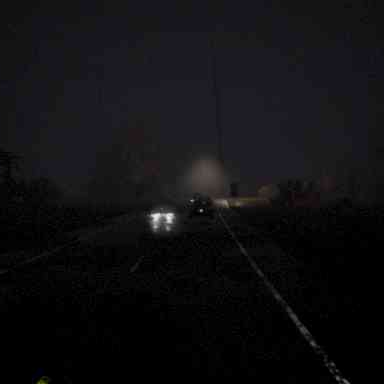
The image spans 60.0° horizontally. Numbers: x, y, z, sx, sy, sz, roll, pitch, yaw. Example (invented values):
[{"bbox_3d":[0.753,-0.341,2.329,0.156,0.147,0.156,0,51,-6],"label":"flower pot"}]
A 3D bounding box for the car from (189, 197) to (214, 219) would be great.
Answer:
[{"bbox_3d":[0.780,1.361,27.053,1.994,1.385,4.181,0,1,3],"label":"car"}]

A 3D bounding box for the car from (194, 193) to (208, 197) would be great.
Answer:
[{"bbox_3d":[1.631,1.243,42.218,1.994,1.385,4.181,0,1,4],"label":"car"}]

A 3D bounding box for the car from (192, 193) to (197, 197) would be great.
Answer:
[{"bbox_3d":[1.035,0.922,74.055,1.837,1.490,4.892,0,0,7],"label":"car"}]

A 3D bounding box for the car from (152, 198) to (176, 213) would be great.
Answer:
[{"bbox_3d":[-2.663,1.320,32.473,1.994,1.385,4.181,0,0,3],"label":"car"}]
